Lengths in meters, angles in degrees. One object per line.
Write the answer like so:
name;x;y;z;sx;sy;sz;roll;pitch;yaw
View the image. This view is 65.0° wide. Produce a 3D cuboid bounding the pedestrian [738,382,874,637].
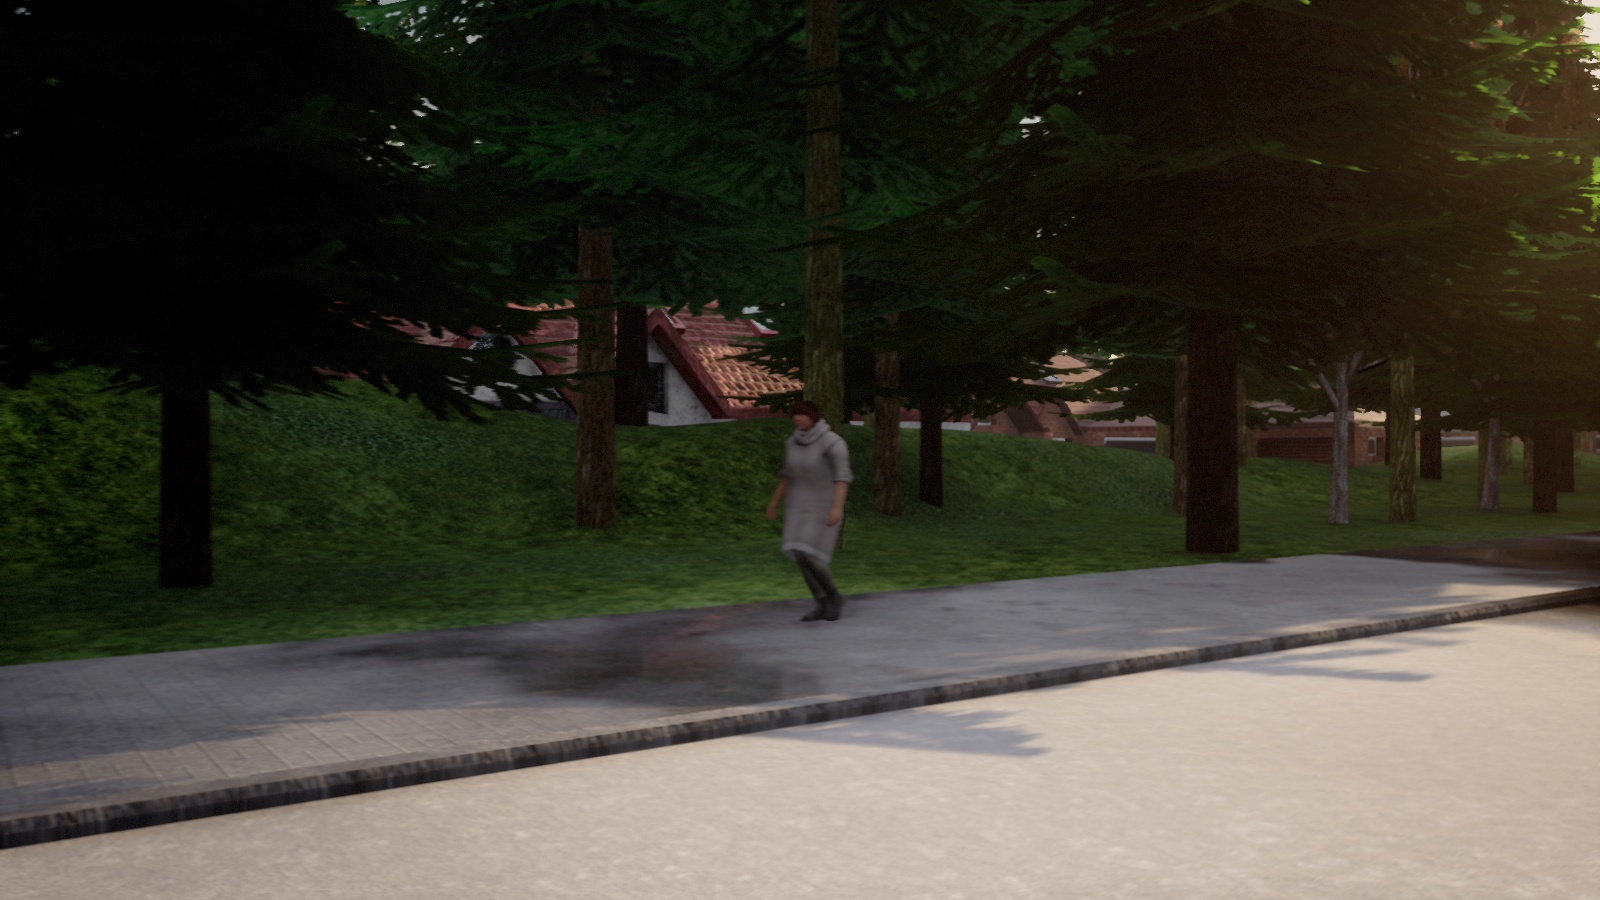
pedestrian;0.054;0.453;10.148;0.659;1.952;0.873;0;0;44
